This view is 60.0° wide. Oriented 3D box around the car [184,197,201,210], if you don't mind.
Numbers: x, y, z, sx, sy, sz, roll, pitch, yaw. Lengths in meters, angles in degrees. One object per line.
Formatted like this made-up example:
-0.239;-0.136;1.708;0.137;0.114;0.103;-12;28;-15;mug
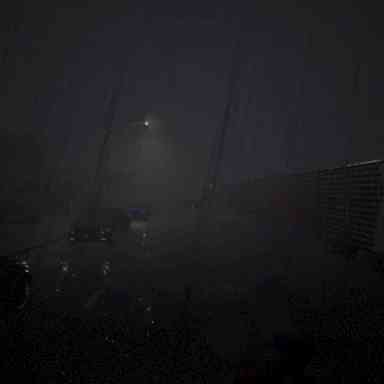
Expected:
0.072;1.407;41.616;1.837;1.490;4.892;0;0;0;car

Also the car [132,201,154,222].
-4.065;1.417;25.624;1.882;1.535;5.008;0;0;0;car

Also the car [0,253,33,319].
-4.105;1.552;4.821;1.994;1.385;4.181;0;0;0;car

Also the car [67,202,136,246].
-4.098;1.442;15.354;1.882;1.535;5.008;0;0;0;car

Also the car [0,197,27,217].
-14.572;1.115;25.325;3.633;1.501;1.845;0;0;-3;car
